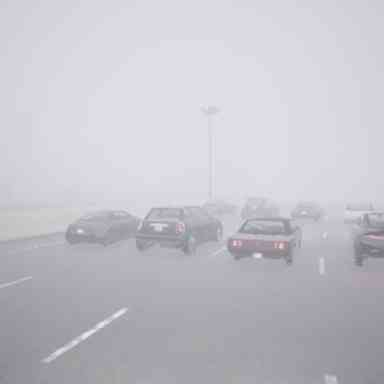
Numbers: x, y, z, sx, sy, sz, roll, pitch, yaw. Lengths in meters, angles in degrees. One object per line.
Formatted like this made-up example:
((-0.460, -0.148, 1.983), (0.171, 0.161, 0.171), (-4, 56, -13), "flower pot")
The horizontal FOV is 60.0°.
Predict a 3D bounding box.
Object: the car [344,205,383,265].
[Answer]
((6.259, 1.425, 10.965), (2.128, 1.511, 4.902), (0, 0, 22), "car")

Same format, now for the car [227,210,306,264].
((2.743, 1.528, 11.628), (1.895, 1.301, 4.718), (0, 0, 22), "car")

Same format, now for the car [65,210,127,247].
((-3.551, 1.470, 14.704), (1.994, 1.385, 4.181), (0, 1, 22), "car")

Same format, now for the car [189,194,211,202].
((1.691, 1.091, 67.782), (2.128, 1.511, 4.902), (0, 0, 35), "car")

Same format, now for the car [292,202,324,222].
((8.732, 1.410, 25.079), (1.994, 1.385, 4.181), (0, 1, 27), "car")

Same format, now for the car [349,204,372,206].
((11.603, 1.460, 23.018), (1.895, 1.301, 4.718), (0, 0, 27), "car")

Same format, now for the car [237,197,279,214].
((5.492, 1.187, 26.423), (2.097, 1.767, 4.553), (0, 0, 27), "car")

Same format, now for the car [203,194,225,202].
((4.410, 1.088, 65.563), (2.128, 1.511, 4.902), (0, 0, 35), "car")

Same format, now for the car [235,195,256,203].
((9.801, 1.221, 61.111), (1.895, 1.301, 4.718), (0, 0, 36), "car")

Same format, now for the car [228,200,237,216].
((2.345, 1.317, 27.962), (2.128, 1.511, 4.902), (0, 0, 27), "car")

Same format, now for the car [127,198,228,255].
((-0.332, 1.267, 13.330), (2.097, 1.767, 4.553), (0, 0, 22), "car")
